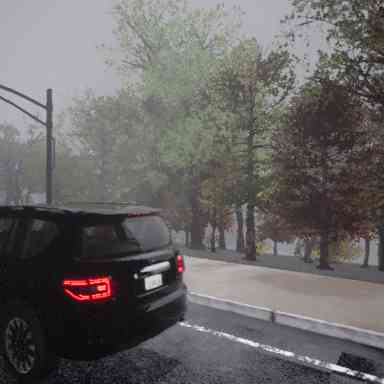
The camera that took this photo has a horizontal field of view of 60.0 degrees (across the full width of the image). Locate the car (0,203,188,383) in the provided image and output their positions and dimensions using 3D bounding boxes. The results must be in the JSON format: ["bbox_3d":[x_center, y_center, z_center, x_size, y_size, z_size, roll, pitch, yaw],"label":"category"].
[{"bbox_3d":[-2.681,1.215,5.612,5.566,2.045,2.150,0,0,34],"label":"car"}]
